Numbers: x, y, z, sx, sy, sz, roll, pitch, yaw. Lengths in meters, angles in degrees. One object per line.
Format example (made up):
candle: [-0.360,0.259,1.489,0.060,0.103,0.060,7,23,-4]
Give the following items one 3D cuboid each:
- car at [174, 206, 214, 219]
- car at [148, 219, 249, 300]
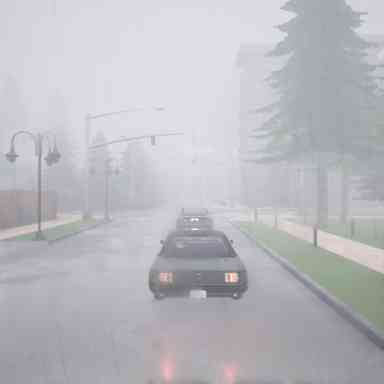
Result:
car: [0.131,1.505,17.627,1.837,1.490,4.892,0,0,0]
car: [0.118,1.601,8.366,1.895,1.301,4.718,0,0,0]
